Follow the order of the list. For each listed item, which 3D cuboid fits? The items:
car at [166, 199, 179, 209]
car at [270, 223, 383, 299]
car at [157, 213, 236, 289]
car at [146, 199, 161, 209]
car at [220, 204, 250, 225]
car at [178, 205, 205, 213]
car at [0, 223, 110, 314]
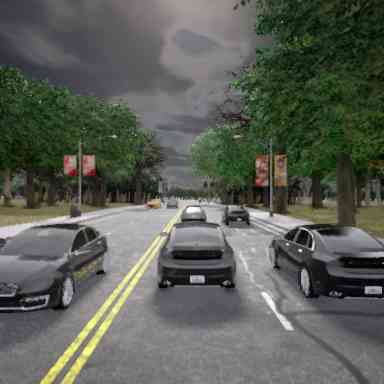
[{"bbox_3d":[-3.175,2.018,55.019,1.837,1.490,4.892,0,-1,0],"label":"car"},{"bbox_3d":[3.362,1.576,8.595,1.837,1.490,4.892,0,0,0],"label":"car"},{"bbox_3d":[0.113,1.583,9.403,1.837,1.490,4.892,0,0,0],"label":"car"},{"bbox_3d":[-6.280,1.983,55.108,1.882,1.535,5.008,0,-1,3],"label":"car"},{"bbox_3d":[3.388,1.738,26.353,1.837,1.490,4.892,0,0,0],"label":"car"},{"bbox_3d":[0.136,1.799,26.746,1.994,1.385,4.181,0,0,0],"label":"car"},{"bbox_3d":[-3.339,1.569,8.014,1.837,1.490,4.892,0,0,0],"label":"car"}]
